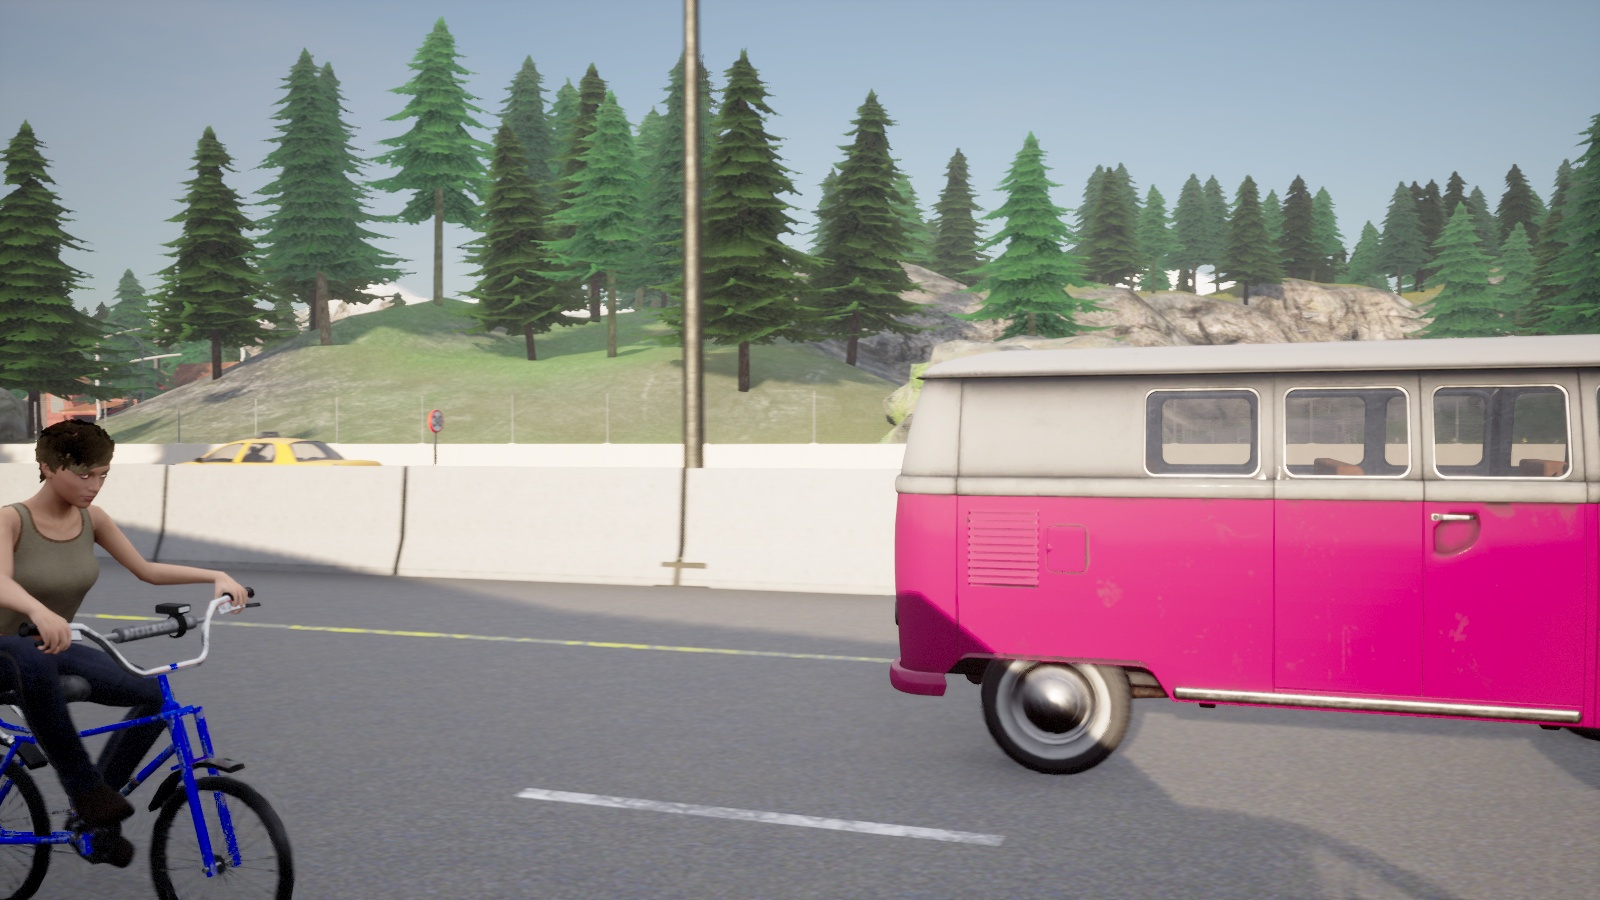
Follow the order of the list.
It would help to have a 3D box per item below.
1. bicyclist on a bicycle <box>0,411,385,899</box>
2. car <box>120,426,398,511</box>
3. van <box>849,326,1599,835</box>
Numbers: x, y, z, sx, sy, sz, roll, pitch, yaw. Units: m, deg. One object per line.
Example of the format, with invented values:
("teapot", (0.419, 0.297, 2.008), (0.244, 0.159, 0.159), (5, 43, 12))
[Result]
("bicyclist on a bicycle", (-2.210, 0.692, 3.940), (1.509, 1.612, 0.866), (1, 1, 19))
("car", (-10.926, 0.319, 25.360), (5.366, 1.575, 1.801), (1, 1, 20))
("van", (2.621, 0.493, 6.000), (4.442, 1.987, 1.775), (1, 1, 19))
